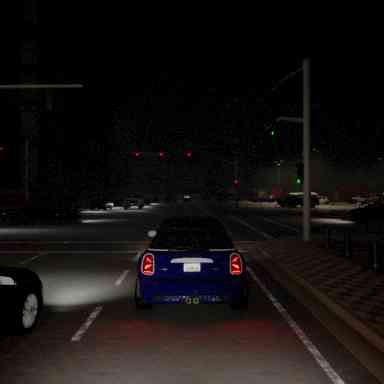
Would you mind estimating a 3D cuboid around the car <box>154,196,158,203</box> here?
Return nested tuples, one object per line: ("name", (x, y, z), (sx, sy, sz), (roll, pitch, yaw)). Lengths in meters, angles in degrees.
("car", (-8.068, 1.493, 68.806), (2.128, 1.511, 4.902), (0, 0, -1))

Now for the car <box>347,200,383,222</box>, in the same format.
("car", (15.017, 1.581, 26.717), (4.674, 1.442, 1.812), (0, 0, -1))

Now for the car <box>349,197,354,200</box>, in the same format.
("car", (35.890, 1.419, 69.798), (3.905, 1.438, 1.784), (0, 0, 0))

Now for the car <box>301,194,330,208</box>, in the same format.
("car", (20.870, 1.451, 55.713), (3.806, 1.475, 1.970), (0, 0, 0))

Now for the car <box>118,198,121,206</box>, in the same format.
("car", (-11.471, 1.601, 51.814), (1.895, 1.301, 4.718), (0, 0, -1))

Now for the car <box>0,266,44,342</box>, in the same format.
("car", (-3.489, 1.505, 3.839), (1.837, 1.490, 4.892), (0, 0, 0))

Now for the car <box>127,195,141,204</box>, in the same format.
("car", (-11.563, 1.477, 66.498), (1.882, 1.535, 5.008), (0, 0, 0))

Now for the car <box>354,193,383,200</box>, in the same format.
("car", (35.838, 1.209, 66.902), (4.605, 1.855, 1.932), (0, 0, 0))

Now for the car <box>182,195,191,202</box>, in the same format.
("car", (-1.108, 1.595, 72.469), (1.895, 1.301, 4.718), (0, 0, -1))

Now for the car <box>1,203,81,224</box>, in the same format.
("car", (-11.221, 1.573, 25.050), (5.357, 1.411, 2.033), (0, 0, -20))

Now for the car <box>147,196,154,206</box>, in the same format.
("car", (-8.005, 1.600, 55.830), (1.895, 1.301, 4.718), (0, 0, 0))

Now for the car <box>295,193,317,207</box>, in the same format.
("car", (20.860, 1.419, 58.608), (3.905, 1.438, 1.784), (0, 0, 0))

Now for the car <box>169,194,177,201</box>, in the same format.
("car", (-4.719, 1.362, 82.499), (1.837, 1.490, 4.892), (0, 0, -1))

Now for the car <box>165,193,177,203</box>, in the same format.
("car", (-4.604, 1.215, 72.108), (2.150, 2.045, 5.566), (0, 0, -1))

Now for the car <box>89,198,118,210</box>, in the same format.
("car", (-11.364, 1.547, 42.129), (2.033, 1.411, 5.357), (0, 0, 0))

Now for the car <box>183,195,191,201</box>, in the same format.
("car", (-1.219, 1.386, 82.537), (1.812, 1.442, 4.674), (0, 0, -1))

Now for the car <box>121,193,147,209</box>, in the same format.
("car", (-7.913, 1.221, 45.803), (2.150, 2.045, 5.566), (0, 0, -3))

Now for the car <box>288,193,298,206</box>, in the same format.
("car", (20.798, 1.209, 61.291), (4.605, 1.855, 1.932), (0, 0, 0))

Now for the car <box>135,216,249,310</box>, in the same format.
("car", (-0.023, 1.352, 8.003), (2.097, 1.767, 4.553), (0, 0, -1))
